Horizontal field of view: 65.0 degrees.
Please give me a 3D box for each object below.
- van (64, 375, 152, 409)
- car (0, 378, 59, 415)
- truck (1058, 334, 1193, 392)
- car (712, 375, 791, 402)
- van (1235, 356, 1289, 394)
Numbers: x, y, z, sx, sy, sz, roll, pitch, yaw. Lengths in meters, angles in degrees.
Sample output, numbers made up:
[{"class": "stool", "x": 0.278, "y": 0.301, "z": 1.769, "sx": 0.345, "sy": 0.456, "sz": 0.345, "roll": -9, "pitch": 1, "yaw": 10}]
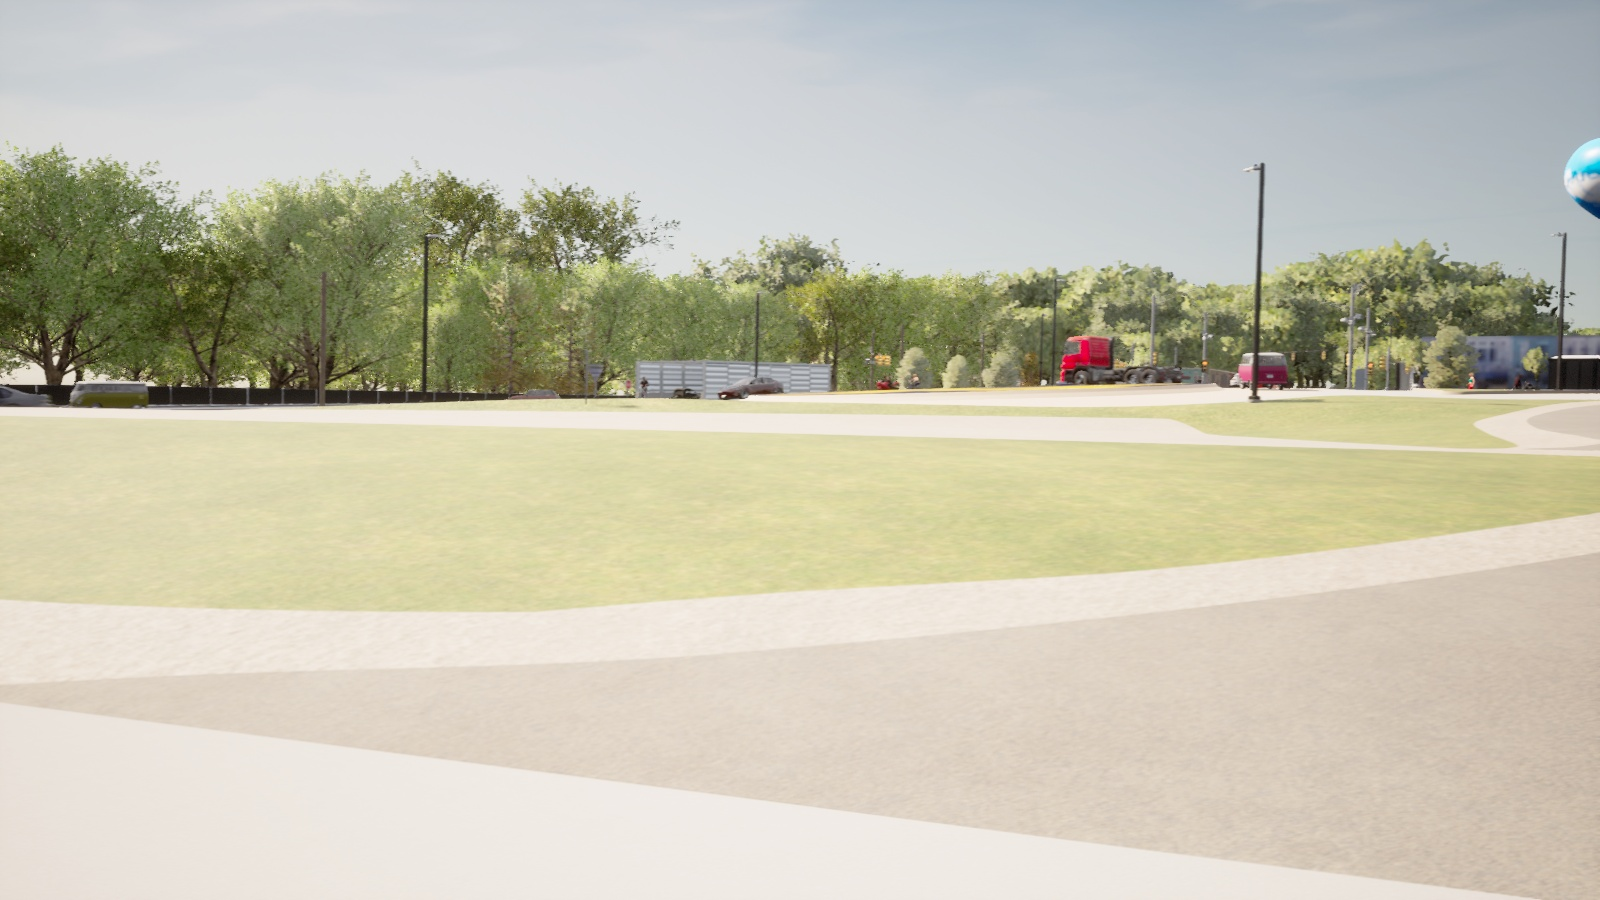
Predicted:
[{"class": "van", "x": -42.838, "y": -3.589, "z": 77.848, "sx": 1.775, "sy": 1.987, "sz": 4.442, "roll": 3, "pitch": 4, "yaw": 33}, {"class": "car", "x": -32.706, "y": -2.103, "z": 49.865, "sx": 5.357, "sy": 1.411, "sz": 2.033, "roll": -2, "pitch": 3, "yaw": -21}, {"class": "truck", "x": 20.633, "y": -5.477, "z": 80.031, "sx": 2.891, "sy": 3.462, "sz": 7.936, "roll": 0, "pitch": 2, "yaw": -42}, {"class": "car", "x": -3.071, "y": -3.886, "z": 79.588, "sx": 2.163, "sy": 1.488, "sz": 4.792, "roll": -4, "pitch": 0, "yaw": 42}, {"class": "van", "x": 24.907, "y": -4.065, "z": 67.795, "sx": 1.775, "sy": 1.987, "sz": 4.442, "roll": 1, "pitch": 4, "yaw": 8}]
